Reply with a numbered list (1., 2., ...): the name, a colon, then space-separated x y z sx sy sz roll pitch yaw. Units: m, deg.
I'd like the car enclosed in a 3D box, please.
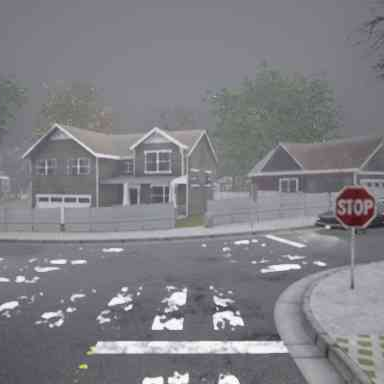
1. car: 8.450 1.057 15.768 5.357 1.411 2.033 -3 2 -23
